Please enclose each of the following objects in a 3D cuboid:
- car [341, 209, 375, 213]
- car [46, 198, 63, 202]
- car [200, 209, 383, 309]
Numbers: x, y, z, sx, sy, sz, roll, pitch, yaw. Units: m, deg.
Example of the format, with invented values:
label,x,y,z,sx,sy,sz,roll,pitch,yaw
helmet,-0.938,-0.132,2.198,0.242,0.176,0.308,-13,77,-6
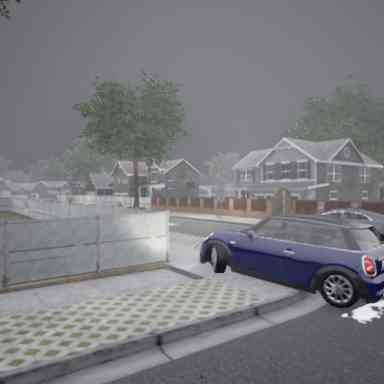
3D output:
label,x,y,z,sx,sy,sz,roll,pitch,yaw
car,6.758,1.512,15.179,4.902,1.511,2.128,0,0,39
car,-19.226,1.595,46.440,2.128,1.511,4.902,0,0,-36
car,2.359,1.324,8.204,4.553,1.767,2.097,5,3,43
